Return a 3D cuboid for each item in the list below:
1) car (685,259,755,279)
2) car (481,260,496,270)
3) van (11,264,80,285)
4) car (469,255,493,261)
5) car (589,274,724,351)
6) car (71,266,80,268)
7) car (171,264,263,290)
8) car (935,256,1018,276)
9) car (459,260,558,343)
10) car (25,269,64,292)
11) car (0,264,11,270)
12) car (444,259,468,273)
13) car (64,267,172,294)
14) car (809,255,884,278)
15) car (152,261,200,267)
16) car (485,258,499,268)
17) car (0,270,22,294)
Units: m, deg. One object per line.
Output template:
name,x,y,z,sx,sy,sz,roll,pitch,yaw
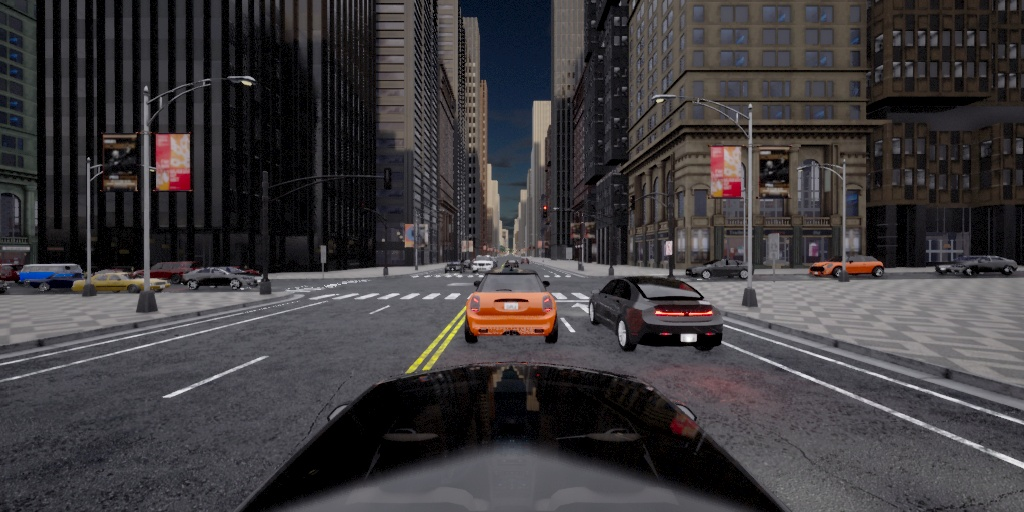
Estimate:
car,16.121,1.003,27.941,4.892,1.490,1.837,-1,0,0
car,-3.465,1.284,53.224,1.994,1.385,4.181,0,0,1
van,-39.307,1.578,30.578,3.998,1.789,1.690,0,0,0
car,-3.456,0.951,43.252,2.150,2.045,5.566,0,0,0
car,3.234,1.254,8.998,1.837,1.490,4.892,0,0,0
car,-34.220,1.751,30.574,4.207,1.307,1.802,0,0,0
car,-19.841,1.490,24.677,4.902,1.511,2.128,-1,0,1
car,36.085,0.723,27.949,4.902,1.511,2.128,-1,0,0
car,-0.008,1.101,9.858,2.097,1.767,4.553,0,0,0
car,-29.719,1.734,24.701,4.718,1.301,1.895,-1,0,0
car,-44.394,1.621,30.583,5.009,1.841,2.192,0,0,0
car,-6.703,1.295,42.409,1.994,1.385,4.181,0,0,0
car,-23.884,1.592,22.038,4.829,1.417,1.751,0,0,0
car,25.949,0.719,27.946,4.553,1.767,2.097,-1,0,0
car,-29.133,1.414,30.570,5.009,1.841,2.192,0,0,0
car,-3.473,1.200,63.491,2.128,1.511,4.902,0,0,0
car,-33.825,1.751,22.035,4.403,1.370,2.007,0,0,0
